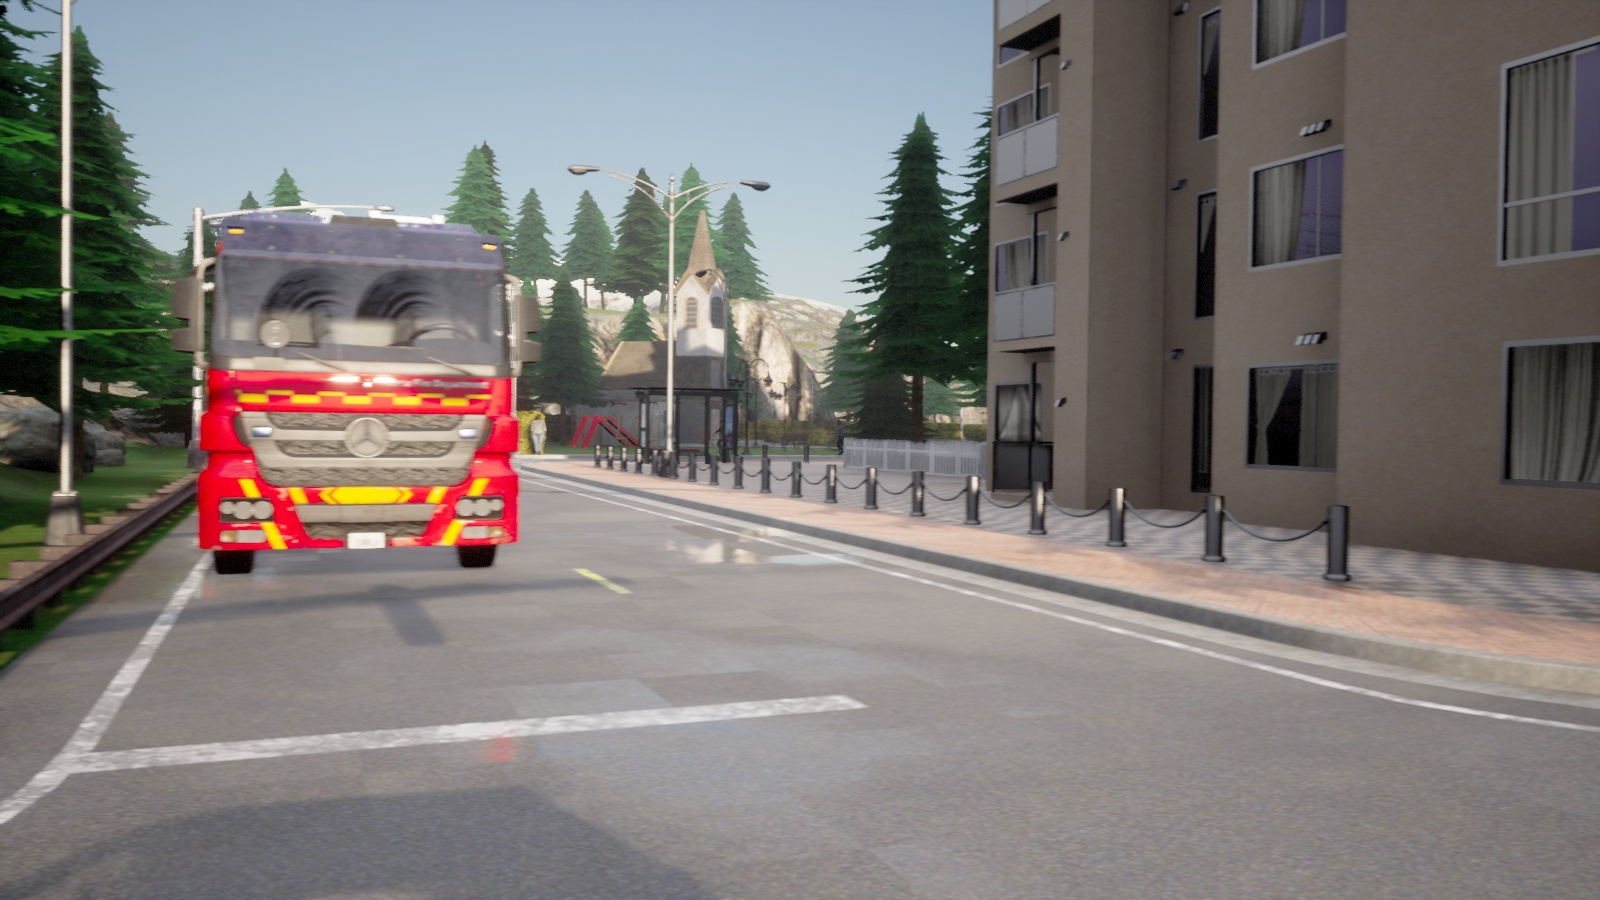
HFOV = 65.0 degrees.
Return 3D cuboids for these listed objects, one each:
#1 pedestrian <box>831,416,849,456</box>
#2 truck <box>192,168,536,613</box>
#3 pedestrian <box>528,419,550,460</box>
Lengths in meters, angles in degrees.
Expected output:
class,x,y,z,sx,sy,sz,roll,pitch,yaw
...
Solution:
class,x,y,z,sx,sy,sz,roll,pitch,yaw
pedestrian,1.956,-0.686,61.753,0.788,1.949,0.423,-1,1,-23
truck,-5.414,-0.586,15.286,2.891,3.827,8.468,-1,1,-21
pedestrian,-11.816,-0.478,56.853,0.874,1.855,0.900,-1,1,-8
